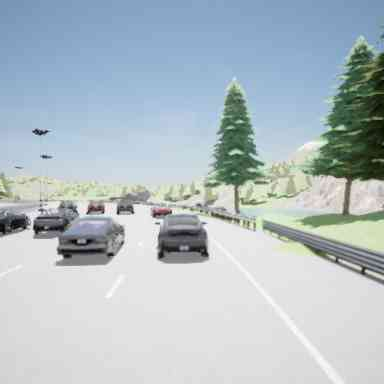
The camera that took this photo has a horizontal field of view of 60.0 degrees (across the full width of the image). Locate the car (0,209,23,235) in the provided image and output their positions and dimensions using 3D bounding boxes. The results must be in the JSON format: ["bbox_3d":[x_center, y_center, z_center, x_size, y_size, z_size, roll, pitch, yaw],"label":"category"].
[{"bbox_3d":[-11.639,1.777,20.518,2.128,1.511,4.902,0,0,-7],"label":"car"}]

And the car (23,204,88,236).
[{"bbox_3d":[-8.099,1.745,20.346,2.128,1.511,4.902,0,0,-7],"label":"car"}]

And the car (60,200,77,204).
[{"bbox_3d":[-16.000,1.873,42.901,2.097,1.767,4.553,0,-1,-15],"label":"car"}]

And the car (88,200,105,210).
[{"bbox_3d":[-12.310,1.840,42.727,2.097,1.767,4.553,-1,-1,-15],"label":"car"}]

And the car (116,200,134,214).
[{"bbox_3d":[-8.624,1.806,42.542,2.097,1.767,4.553,-1,-1,-14],"label":"car"}]

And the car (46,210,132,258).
[{"bbox_3d":[-3.856,1.702,13.482,2.033,1.411,5.357,0,0,-5],"label":"car"}]

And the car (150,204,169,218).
[{"bbox_3d":[-3.295,1.940,34.778,1.895,1.301,4.718,0,-1,-12],"label":"car"}]

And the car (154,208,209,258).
[{"bbox_3d":[-0.436,1.630,13.458,1.837,1.490,4.892,0,0,-4],"label":"car"}]
